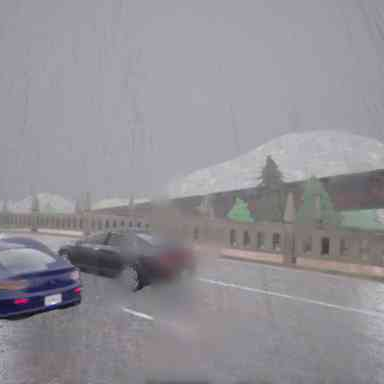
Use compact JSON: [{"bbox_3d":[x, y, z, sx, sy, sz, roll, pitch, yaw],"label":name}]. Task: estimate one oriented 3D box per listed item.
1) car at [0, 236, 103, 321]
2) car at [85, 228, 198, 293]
[{"bbox_3d":[-4.214,1.662,7.085,4.674,1.442,1.812,0,-3,37],"label":"car"},{"bbox_3d":[-2.112,1.821,9.878,4.892,1.490,1.837,1,-3,37],"label":"car"}]
